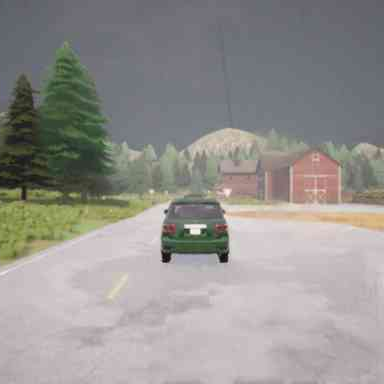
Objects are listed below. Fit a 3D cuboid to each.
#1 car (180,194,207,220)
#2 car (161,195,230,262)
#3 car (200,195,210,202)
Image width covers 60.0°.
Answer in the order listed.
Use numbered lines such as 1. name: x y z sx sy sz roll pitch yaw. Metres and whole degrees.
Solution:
1. car: 0.154 1.241 29.541 2.150 2.045 5.566 0 0 1
2. car: 0.098 1.230 12.286 2.150 2.045 5.566 0 0 0
3. car: 2.981 1.506 77.732 1.816 1.474 4.193 -6 0 -2
